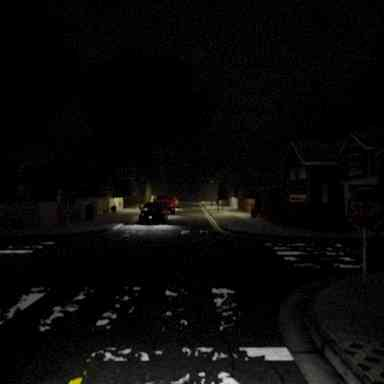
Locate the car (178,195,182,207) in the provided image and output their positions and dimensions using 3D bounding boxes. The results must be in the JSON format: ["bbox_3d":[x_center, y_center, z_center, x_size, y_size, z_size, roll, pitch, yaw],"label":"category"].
[{"bbox_3d":[-2.915,1.528,48.221,1.882,1.535,5.008,0,0,0],"label":"car"}]

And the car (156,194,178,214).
[{"bbox_3d":[-2.921,1.255,35.936,2.150,2.045,5.566,0,0,-2],"label":"car"}]

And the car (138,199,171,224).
[{"bbox_3d":[-2.887,1.528,25.378,1.837,1.490,4.892,0,0,0],"label":"car"}]
